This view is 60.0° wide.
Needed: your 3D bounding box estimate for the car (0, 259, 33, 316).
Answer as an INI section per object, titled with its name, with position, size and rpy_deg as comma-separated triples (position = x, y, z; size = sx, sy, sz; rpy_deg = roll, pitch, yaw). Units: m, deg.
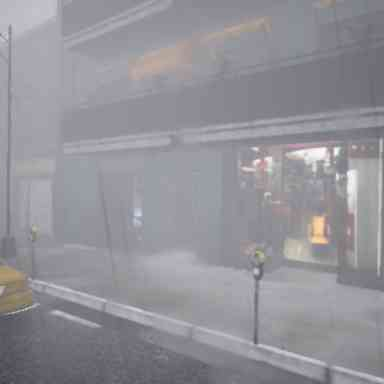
[car]
position = -4.972, 1.512, 6.407
size = 4.829, 1.417, 1.752
rpy_deg = 0, 1, 36
